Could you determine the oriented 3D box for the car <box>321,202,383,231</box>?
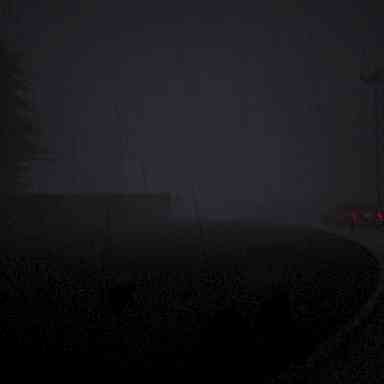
[{"bbox_3d":[10.364,1.492,21.985,2.097,1.767,4.553,-1,-1,-4],"label":"car"}]
